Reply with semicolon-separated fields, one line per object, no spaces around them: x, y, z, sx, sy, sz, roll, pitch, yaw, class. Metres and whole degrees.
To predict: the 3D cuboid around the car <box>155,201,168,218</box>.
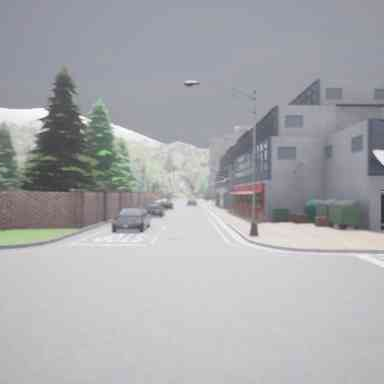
-3.700;1.754;32.354;1.994;1.385;4.181;0;0;0;car

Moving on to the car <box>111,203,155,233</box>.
-3.695;1.641;20.844;1.812;1.442;4.674;0;0;0;car

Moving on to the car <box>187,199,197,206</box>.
-0.034;1.967;63.158;2.033;1.411;5.357;0;0;0;car

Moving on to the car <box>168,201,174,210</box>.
-3.692;1.897;48.189;1.895;1.301;4.718;0;0;0;car
